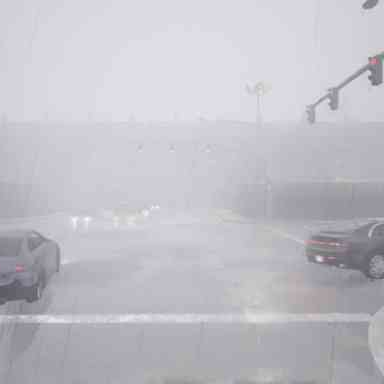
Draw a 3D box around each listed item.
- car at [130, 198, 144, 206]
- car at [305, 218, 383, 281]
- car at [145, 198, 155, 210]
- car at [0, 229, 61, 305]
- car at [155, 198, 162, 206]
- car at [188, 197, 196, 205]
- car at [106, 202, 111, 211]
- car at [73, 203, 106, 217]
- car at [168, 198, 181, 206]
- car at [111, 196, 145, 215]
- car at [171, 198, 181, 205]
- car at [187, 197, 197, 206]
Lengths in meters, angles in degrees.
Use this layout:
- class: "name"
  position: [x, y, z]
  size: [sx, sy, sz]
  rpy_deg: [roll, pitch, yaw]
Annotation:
- class: "car"
  position: [-10.516, 1.946, 63.398]
  size: [1.994, 1.385, 4.181]
  rpy_deg: [0, 0, 0]
- class: "car"
  position: [5.677, 1.519, 9.763]
  size: [4.892, 1.490, 1.837]
  rpy_deg: [0, -3, -20]
- class: "car"
  position: [-7.075, 1.897, 49.011]
  size: [1.895, 1.301, 4.718]
  rpy_deg: [0, 0, 0]
- class: "car"
  position: [-4.434, 1.591, 8.045]
  size: [1.994, 1.385, 4.181]
  rpy_deg: [0, 0, -15]
- class: "car"
  position: [-7.012, 1.887, 65.231]
  size: [2.128, 1.511, 4.902]
  rpy_deg: [0, 0, 0]
- class: "car"
  position: [-0.014, 1.943, 73.415]
  size: [1.837, 1.490, 4.892]
  rpy_deg: [0, 0, 0]
- class: "car"
  position: [-10.588, 1.842, 46.157]
  size: [1.994, 1.385, 4.181]
  rpy_deg: [0, 0, 0]
- class: "car"
  position: [-10.597, 1.770, 33.982]
  size: [1.994, 1.385, 4.181]
  rpy_deg: [0, 0, 0]
- class: "car"
  position: [-3.512, 1.947, 63.421]
  size: [1.994, 1.385, 4.181]
  rpy_deg: [0, 0, 0]
- class: "car"
  position: [-7.100, 1.448, 37.374]
  size: [2.150, 2.045, 5.566]
  rpy_deg: [0, 0, 0]
- class: "car"
  position: [-3.514, 2.038, 73.443]
  size: [1.895, 1.301, 4.718]
  rpy_deg: [0, 0, 0]
- class: "car"
  position: [-0.012, 1.859, 63.059]
  size: [1.882, 1.535, 5.008]
  rpy_deg: [0, 0, 0]
